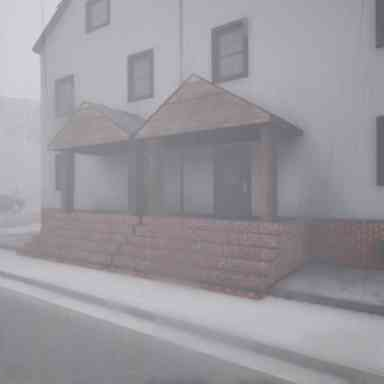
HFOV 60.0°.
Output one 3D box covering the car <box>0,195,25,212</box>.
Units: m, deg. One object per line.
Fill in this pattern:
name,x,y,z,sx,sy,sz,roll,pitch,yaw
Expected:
car,-15.843,1.064,26.321,1.837,1.490,4.892,0,6,35
